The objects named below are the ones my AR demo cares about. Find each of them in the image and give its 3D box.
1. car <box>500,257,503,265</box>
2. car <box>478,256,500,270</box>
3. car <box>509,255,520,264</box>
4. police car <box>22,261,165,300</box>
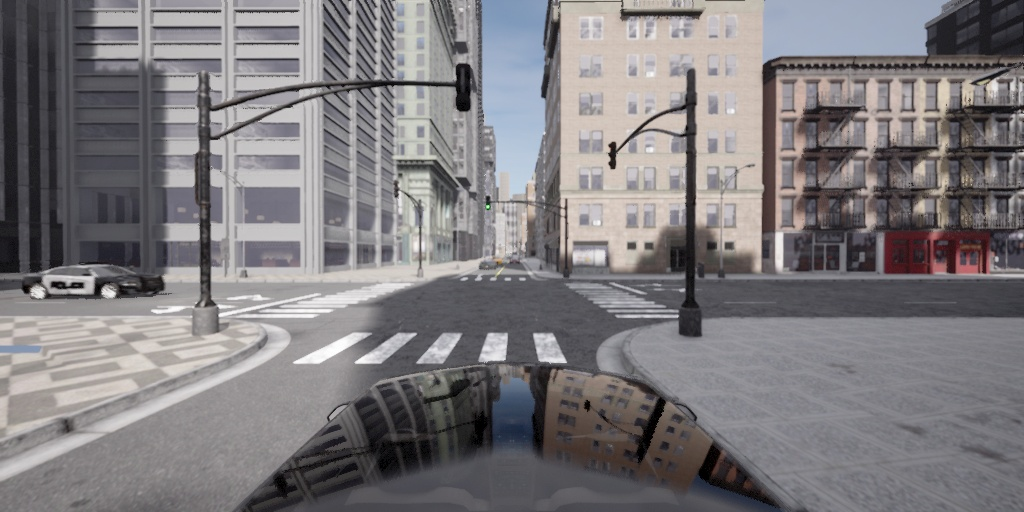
[{"bbox_3d":[-2.609,0.767,60.981,1.882,1.535,5.008,0,0,1],"label":"car"},{"bbox_3d":[-2.862,0.993,43.131,1.994,1.385,4.181,0,1,1],"label":"car"},{"bbox_3d":[0.484,0.855,65.511,1.895,1.301,4.718,0,0,1],"label":"car"},{"bbox_3d":[-18.794,1.074,16.316,5.238,1.638,1.930,0,0,0],"label":"police car"}]
